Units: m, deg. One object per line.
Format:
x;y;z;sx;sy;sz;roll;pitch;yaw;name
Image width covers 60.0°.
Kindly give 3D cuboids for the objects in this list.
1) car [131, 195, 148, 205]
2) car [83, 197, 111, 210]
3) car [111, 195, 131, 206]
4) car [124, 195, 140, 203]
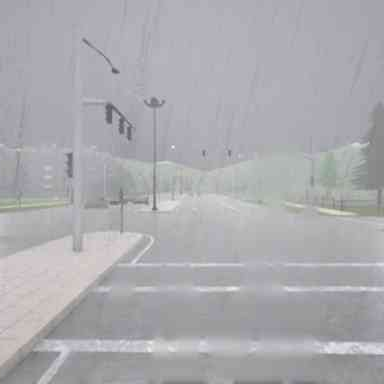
-8.040;1.380;52.863;1.994;1.385;4.181;0;0;0;car
-11.569;1.361;40.154;1.837;1.490;4.892;0;1;0;car
-11.406;1.385;51.488;1.994;1.385;4.181;0;0;3;car
-11.460;1.325;63.869;2.033;1.411;5.357;0;0;0;car
